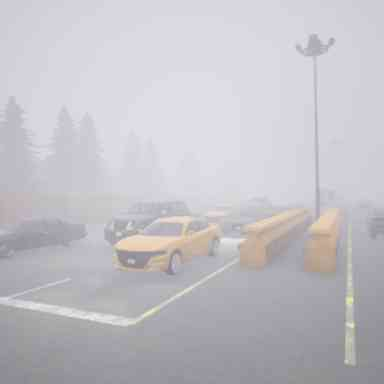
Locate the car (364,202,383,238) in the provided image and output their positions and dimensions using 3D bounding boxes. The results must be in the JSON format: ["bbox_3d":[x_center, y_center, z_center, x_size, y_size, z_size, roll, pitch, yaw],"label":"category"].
[{"bbox_3d":[10.423,1.521,17.630,1.882,1.535,5.008,-1,-1,25],"label":"car"}]

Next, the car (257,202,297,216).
[{"bbox_3d":[7.045,1.763,27.279,1.994,1.385,4.181,-1,-1,26],"label":"car"}]

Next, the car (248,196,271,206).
[{"bbox_3d":[7.110,1.510,35.568,2.150,2.045,5.566,-1,-1,25],"label":"car"}]

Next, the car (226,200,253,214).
[{"bbox_3d":[5.955,1.845,41.207,1.882,1.535,5.008,-1,-1,26],"label":"car"}]

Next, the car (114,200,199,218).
[{"bbox_3d":[-1.921,1.438,16.601,2.150,2.045,5.566,-1,-1,25],"label":"car"}]

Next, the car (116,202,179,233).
[{"bbox_3d":[-2.880,1.649,22.726,2.097,1.767,4.553,-1,-1,25],"label":"car"}]

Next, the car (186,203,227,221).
[{"bbox_3d":[1.507,1.880,31.942,2.033,1.411,5.357,-1,-1,25],"label":"car"}]

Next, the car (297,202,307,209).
[{"bbox_3d":[11.355,1.797,36.296,1.994,1.385,4.181,-1,-1,26],"label":"car"}]

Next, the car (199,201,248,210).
[{"bbox_3d":[2.562,1.730,26.014,1.882,1.535,5.008,-1,-1,25],"label":"car"}]

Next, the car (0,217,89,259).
[{"bbox_3d":[-6.913,1.813,14.285,2.033,1.411,5.357,-1,-1,26],"label":"car"}]

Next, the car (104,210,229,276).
[{"bbox_3d":[-0.581,1.616,11.258,1.882,1.535,5.008,-1,-1,25],"label":"car"}]

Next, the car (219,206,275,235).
[{"bbox_3d":[3.275,1.733,19.385,1.994,1.385,4.181,-1,-1,25],"label":"car"}]

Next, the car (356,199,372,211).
[{"bbox_3d":[22.842,1.669,43.771,1.812,1.442,4.674,-1,-1,25],"label":"car"}]
